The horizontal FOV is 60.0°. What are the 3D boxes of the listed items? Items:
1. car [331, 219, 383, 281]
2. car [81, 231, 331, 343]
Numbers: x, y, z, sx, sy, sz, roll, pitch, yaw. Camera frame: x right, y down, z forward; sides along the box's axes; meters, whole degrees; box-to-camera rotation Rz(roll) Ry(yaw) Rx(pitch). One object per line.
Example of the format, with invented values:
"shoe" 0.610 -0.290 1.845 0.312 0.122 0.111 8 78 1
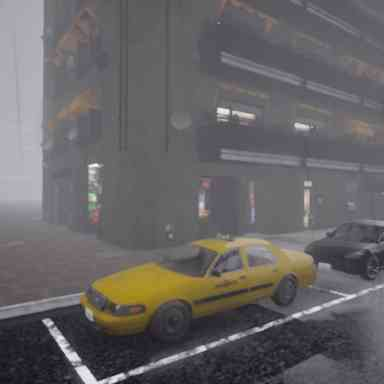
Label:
"car" 5.181 1.518 9.781 4.313 1.339 1.947 0 1 -35
"car" 0.425 1.506 6.390 4.829 1.417 1.752 0 1 -35
